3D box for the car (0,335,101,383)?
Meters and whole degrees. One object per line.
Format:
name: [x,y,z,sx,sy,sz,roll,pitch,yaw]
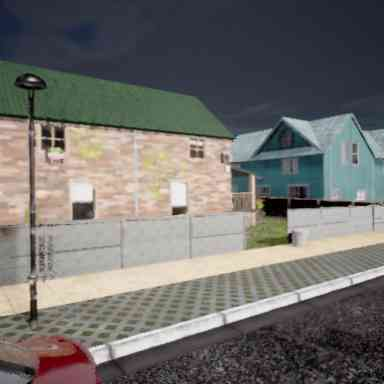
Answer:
car: [-2.583,1.533,1.218,4.674,1.442,1.812,0,0,-35]
